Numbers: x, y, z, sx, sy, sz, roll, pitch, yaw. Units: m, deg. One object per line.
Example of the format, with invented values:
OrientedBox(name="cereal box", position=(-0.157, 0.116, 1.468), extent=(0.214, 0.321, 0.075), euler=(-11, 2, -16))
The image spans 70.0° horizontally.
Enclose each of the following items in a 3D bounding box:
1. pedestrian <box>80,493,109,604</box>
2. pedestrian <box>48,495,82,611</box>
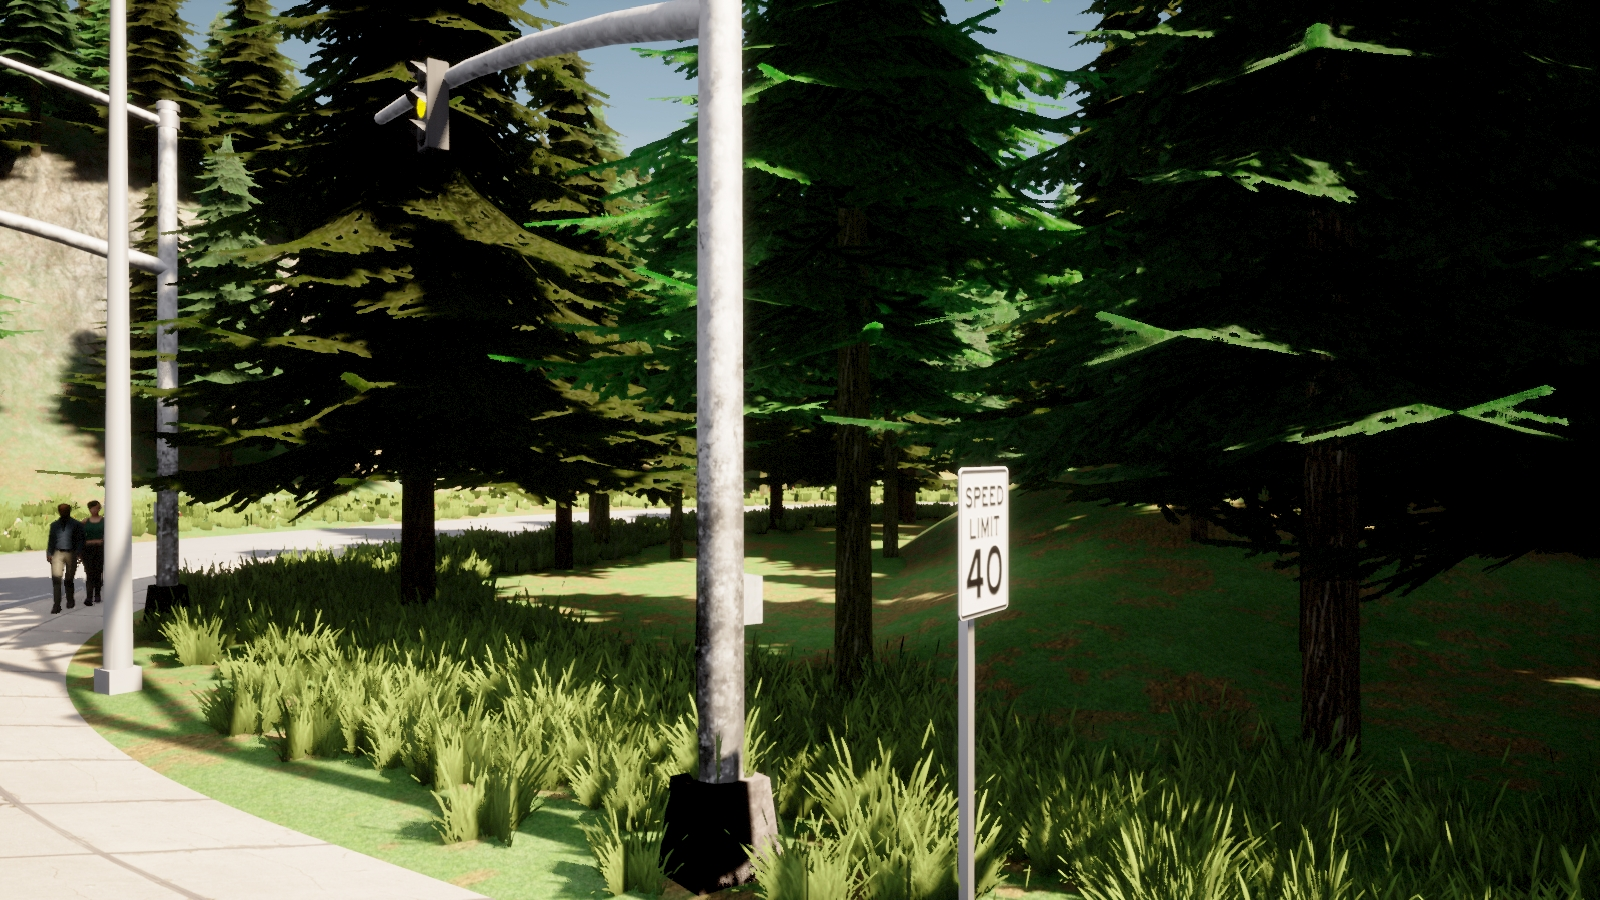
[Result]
OrientedBox(name="pedestrian", position=(-12.026, 1.668, 19.485), extent=(0.375, 1.860, 0.375), euler=(0, 0, -23))
OrientedBox(name="pedestrian", position=(-12.008, 1.668, 18.672), extent=(0.375, 1.860, 0.375), euler=(0, 0, -16))
